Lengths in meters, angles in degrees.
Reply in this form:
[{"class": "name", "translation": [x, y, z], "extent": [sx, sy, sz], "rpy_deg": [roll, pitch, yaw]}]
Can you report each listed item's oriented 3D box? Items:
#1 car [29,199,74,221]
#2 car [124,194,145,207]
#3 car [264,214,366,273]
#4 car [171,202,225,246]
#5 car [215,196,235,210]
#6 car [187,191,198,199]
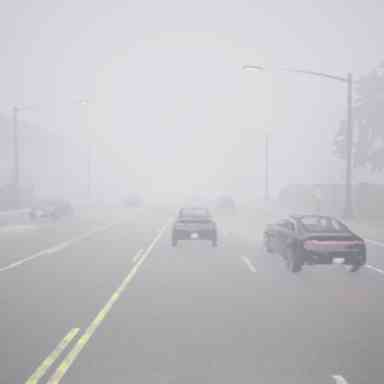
[{"class": "car", "translation": [-10.588, 1.307, 25.348], "extent": [2.128, 1.511, 4.902], "rpy_deg": [0, 1, 0]}, {"class": "car", "translation": [-7.006, 1.011, 40.738], "extent": [1.882, 1.535, 5.008], "rpy_deg": [0, 1, 0]}, {"class": "car", "translation": [3.598, 1.455, 10.576], "extent": [2.128, 1.511, 4.902], "rpy_deg": [0, 0, 0]}, {"class": "car", "translation": [0.097, 1.428, 14.935], "extent": [2.128, 1.511, 4.902], "rpy_deg": [0, 0, 0]}, {"class": "car", "translation": [3.594, 1.144, 36.427], "extent": [2.033, 1.411, 5.357], "rpy_deg": [0, 1, 0]}, {"class": "car", "translation": [0.088, 0.467, 62.270], "extent": [1.812, 1.442, 4.674], "rpy_deg": [0, 1, 0]}]
